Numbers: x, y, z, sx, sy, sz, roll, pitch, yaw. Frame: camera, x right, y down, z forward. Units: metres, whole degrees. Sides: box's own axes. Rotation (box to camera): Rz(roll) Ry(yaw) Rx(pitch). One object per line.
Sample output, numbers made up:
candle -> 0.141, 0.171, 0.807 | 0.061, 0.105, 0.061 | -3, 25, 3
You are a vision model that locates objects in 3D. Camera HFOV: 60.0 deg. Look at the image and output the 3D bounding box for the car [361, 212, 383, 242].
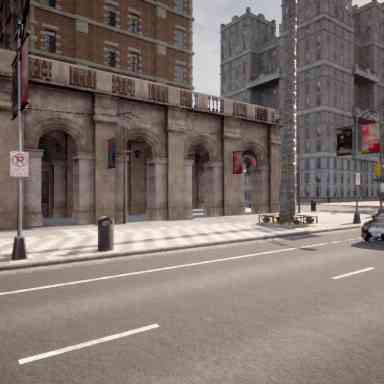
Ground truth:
car -> 9.565, 1.493, 15.031 | 4.902, 1.511, 2.128 | 0, 0, -35
